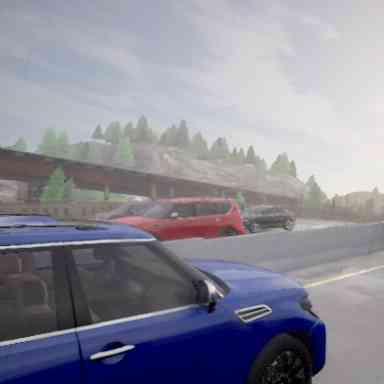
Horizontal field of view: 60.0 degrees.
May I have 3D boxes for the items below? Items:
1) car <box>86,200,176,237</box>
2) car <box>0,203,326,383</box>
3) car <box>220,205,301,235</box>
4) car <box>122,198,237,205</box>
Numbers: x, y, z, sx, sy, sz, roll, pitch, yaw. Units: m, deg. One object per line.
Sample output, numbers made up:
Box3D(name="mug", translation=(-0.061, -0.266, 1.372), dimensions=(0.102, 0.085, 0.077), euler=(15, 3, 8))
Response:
Box3D(name="car", translation=(-3.387, 1.376, 18.755), dimensions=(4.553, 1.767, 2.097), euler=(0, 0, -35))
Box3D(name="car", translation=(-1.194, 1.221, 2.894), dimensions=(5.566, 2.045, 2.150), euler=(1, 0, -35))
Box3D(name="car", translation=(4.129, 1.566, 19.780), dimensions=(4.892, 1.490, 1.837), euler=(2, -1, -35))
Box3D(name="car", translation=(-0.536, 1.241, 12.201), dimensions=(5.566, 2.045, 2.150), euler=(0, 0, -35))
